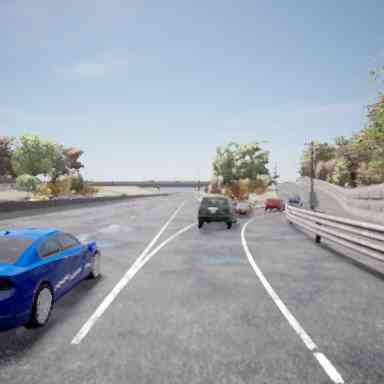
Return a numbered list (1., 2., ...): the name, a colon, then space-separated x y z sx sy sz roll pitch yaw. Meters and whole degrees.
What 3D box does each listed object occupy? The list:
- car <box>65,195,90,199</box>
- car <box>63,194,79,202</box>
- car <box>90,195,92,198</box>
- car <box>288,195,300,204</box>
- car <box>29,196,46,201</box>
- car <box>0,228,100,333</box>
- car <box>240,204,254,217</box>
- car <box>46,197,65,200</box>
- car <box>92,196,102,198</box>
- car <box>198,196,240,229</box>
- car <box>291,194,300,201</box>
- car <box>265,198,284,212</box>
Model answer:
1. car: -21.013 1.543 61.240 1.882 1.535 5.008 0 0 0
2. car: -28.006 1.451 77.259 2.097 1.767 4.553 0 0 0
3. car: -24.506 1.451 77.342 2.097 1.767 4.553 0 0 0
4. car: 22.795 1.744 74.923 2.097 1.767 4.553 0 3 20
5. car: -28.009 1.542 60.985 1.882 1.535 5.008 0 0 0
6. car: -3.398 1.484 6.969 1.882 1.535 5.008 0 0 0
7. car: 5.288 1.965 35.189 1.895 1.301 4.718 0 -1 20
8. car: -24.509 1.622 61.162 1.994 1.385 4.181 0 0 0
9. car: -21.006 1.691 77.354 1.895 1.301 4.718 0 0 0
10. car: 1.819 1.290 22.697 2.150 2.045 5.566 0 -1 12
11. car: 26.315 1.350 84.468 1.994 1.385 4.181 0 4 19
12. car: 13.073 1.971 52.373 2.150 2.045 5.566 0 0 25
